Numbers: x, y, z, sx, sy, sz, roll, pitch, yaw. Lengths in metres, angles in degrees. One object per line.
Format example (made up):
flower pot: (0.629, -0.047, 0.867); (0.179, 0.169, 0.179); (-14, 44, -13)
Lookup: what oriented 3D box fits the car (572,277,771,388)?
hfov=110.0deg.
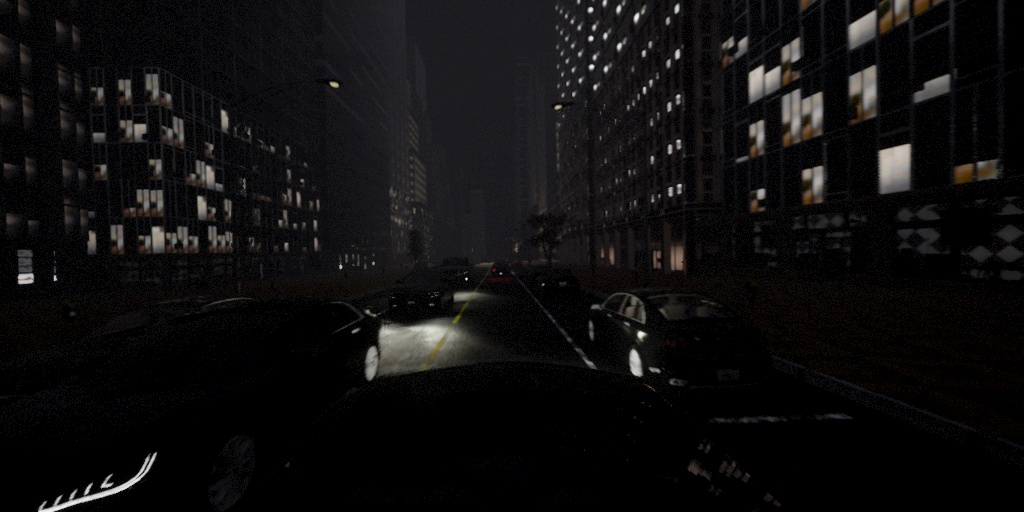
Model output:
car: (2.610, 1.235, 6.600); (2.007, 1.370, 4.403); (0, 0, -2)

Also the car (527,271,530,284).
car: (1.994, 1.251, 23.464); (1.948, 1.339, 4.313); (0, 0, -2)

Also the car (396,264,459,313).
car: (-3.490, 1.297, 14.581); (1.882, 1.535, 5.008); (-1, 0, -2)

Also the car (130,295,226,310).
car: (-5.762, 1.431, 6.293); (2.007, 1.370, 4.403); (0, 0, -2)

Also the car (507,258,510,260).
car: (-1.611, 1.270, 49.220); (1.837, 1.490, 4.892); (-1, 0, -2)

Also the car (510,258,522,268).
car: (0.763, 1.292, 57.192); (1.802, 1.307, 4.207); (0, 0, -2)

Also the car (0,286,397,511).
car: (-3.104, 1.325, 4.273); (1.837, 1.490, 4.892); (-1, 0, -1)

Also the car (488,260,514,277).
car: (-1.103, 1.353, 35.646); (1.895, 1.301, 4.718); (-1, 0, -2)

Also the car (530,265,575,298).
car: (2.200, 1.250, 17.843); (1.948, 1.339, 4.313); (0, 0, -2)

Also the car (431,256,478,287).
car: (-3.875, 1.043, 25.190); (2.150, 2.045, 5.566); (-1, 0, -2)

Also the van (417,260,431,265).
van: (-6.584, 1.224, 28.780); (1.690, 1.789, 3.998); (0, 0, -2)
